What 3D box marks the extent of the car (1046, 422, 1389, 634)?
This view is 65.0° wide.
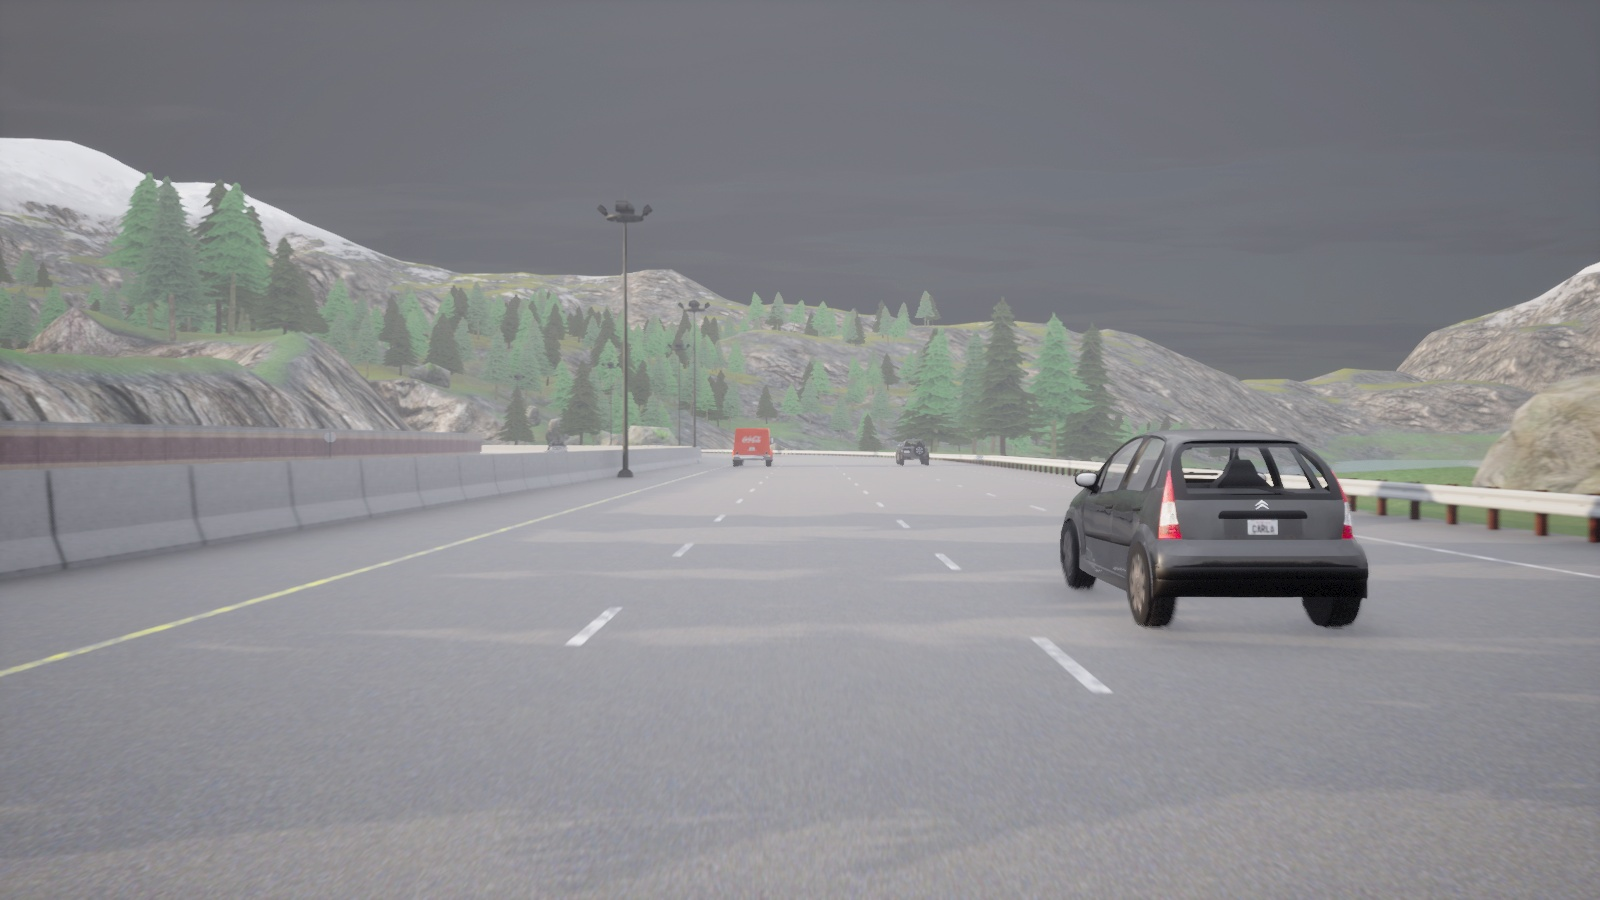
[{"bbox_3d":[3.582,0.583,11.589,1.851,1.617,3.988,0,0,0],"label":"car"}]

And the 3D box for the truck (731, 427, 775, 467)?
[{"bbox_3d":[-3.017,-0.196,81.410,2.627,2.467,5.204,0,0,0],"label":"truck"}]

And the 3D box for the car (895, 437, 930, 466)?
[{"bbox_3d":[7.497,0.101,83.902,1.932,1.855,4.605,0,0,0],"label":"car"}]
